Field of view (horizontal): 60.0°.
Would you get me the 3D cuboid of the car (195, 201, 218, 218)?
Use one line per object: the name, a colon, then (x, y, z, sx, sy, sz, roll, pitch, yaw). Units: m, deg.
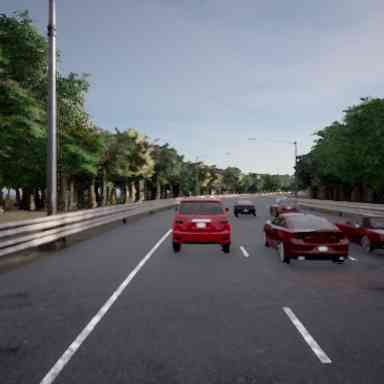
car: (1.423, 1.585, 31.146, 1.994, 1.385, 4.181, 0, 0, 4)

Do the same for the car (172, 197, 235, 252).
car: (0.414, 1.230, 14.124, 2.150, 2.045, 5.566, 0, 0, 2)

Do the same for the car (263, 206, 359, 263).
car: (3.852, 1.488, 12.067, 1.882, 1.535, 5.008, 0, 0, 2)

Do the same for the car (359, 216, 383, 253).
car: (7.402, 1.614, 13.686, 1.895, 1.301, 4.718, 0, 0, 2)

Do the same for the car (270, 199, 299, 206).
car: (8.382, 1.378, 30.314, 2.097, 1.767, 4.553, 0, 0, 4)

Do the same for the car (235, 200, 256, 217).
car: (5.013, 1.503, 32.176, 1.882, 1.535, 5.008, 0, 0, 5)
